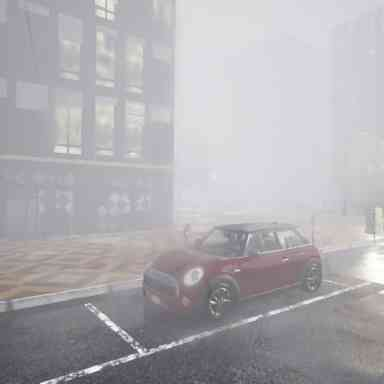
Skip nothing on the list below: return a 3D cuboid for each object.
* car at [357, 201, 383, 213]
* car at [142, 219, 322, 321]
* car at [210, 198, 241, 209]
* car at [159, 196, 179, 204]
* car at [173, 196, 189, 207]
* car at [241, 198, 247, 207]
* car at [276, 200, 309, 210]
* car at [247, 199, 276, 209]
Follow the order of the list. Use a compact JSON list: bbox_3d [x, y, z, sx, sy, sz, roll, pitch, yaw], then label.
[{"bbox_3d":[21.011,1.730,37.637,1.947,1.339,4.313,1,-1,-35],"label":"car"},{"bbox_3d":[0.960,1.442,7.241,4.097,1.590,1.967,0,1,-36],"label":"car"},{"bbox_3d":[4.327,1.677,46.662,2.008,1.369,4.403,1,-1,-35],"label":"car"},{"bbox_3d":[-5.249,1.724,74.631,2.192,1.841,5.009,1,-1,-35],"label":"car"},{"bbox_3d":[-2.238,1.733,55.910,1.887,1.381,4.507,1,-1,-35],"label":"car"},{"bbox_3d":[7.881,1.725,56.133,1.967,1.590,4.097,1,-1,-35],"label":"car"},{"bbox_3d":[14.445,1.806,46.884,1.802,1.307,4.206,1,-1,-35],"label":"car"},{"bbox_3d":[11.164,1.799,51.509,1.887,1.381,4.507,1,-1,-35],"label":"car"}]
